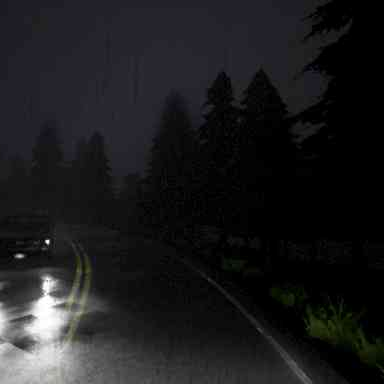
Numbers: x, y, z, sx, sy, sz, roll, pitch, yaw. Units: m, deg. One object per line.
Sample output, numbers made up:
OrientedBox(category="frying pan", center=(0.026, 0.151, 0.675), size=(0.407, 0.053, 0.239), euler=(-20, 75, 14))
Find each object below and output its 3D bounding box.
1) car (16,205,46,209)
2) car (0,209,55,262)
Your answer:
OrientedBox(category="car", center=(-12.779, 1.779, 25.949), size=(4.902, 1.511, 2.128), euler=(-4, -6, 40))
OrientedBox(category="car", center=(-5.807, 1.509, 11.580), size=(1.895, 1.301, 4.718), euler=(2, 0, -24))
